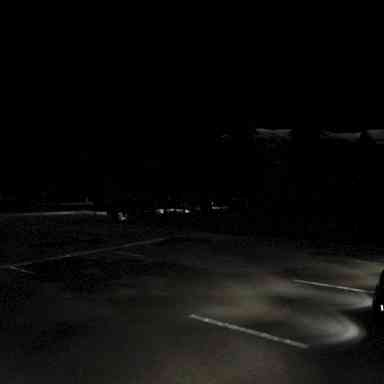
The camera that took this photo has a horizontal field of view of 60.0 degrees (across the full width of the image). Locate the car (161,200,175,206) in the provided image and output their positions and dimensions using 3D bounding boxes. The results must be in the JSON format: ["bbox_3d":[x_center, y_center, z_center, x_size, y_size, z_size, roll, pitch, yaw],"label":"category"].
[{"bbox_3d":[-2.785,1.425,44.691,4.674,1.442,1.812,0,0,-42],"label":"car"}]

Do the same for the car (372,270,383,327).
[{"bbox_3d":[5.100,1.352,4.607,4.553,1.767,2.097,0,0,36],"label":"car"}]

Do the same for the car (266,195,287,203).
[{"bbox_3d":[13.133,1.279,56.079,4.553,1.767,2.097,0,0,-28],"label":"car"}]

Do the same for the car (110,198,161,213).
[{"bbox_3d":[-6.080,1.413,36.510,1.837,1.490,4.892,0,0,43],"label":"car"}]

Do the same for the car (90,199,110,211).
[{"bbox_3d":[-9.239,1.493,38.316,1.895,1.301,4.718,0,0,43],"label":"car"}]

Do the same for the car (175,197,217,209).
[{"bbox_3d":[0.567,1.420,43.002,4.892,1.490,1.837,0,0,-41],"label":"car"}]

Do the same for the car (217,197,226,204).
[{"bbox_3d":[4.615,1.457,50.789,5.357,1.411,2.033,0,0,-37],"label":"car"}]

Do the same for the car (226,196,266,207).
[{"bbox_3d":[7.948,1.419,48.737,4.902,1.511,2.128,0,0,-35],"label":"car"}]
